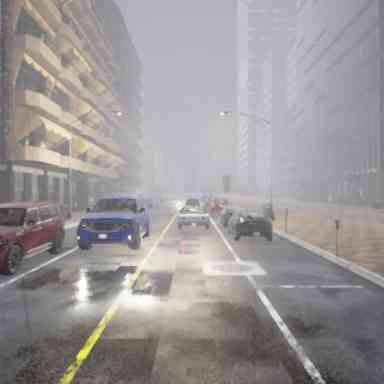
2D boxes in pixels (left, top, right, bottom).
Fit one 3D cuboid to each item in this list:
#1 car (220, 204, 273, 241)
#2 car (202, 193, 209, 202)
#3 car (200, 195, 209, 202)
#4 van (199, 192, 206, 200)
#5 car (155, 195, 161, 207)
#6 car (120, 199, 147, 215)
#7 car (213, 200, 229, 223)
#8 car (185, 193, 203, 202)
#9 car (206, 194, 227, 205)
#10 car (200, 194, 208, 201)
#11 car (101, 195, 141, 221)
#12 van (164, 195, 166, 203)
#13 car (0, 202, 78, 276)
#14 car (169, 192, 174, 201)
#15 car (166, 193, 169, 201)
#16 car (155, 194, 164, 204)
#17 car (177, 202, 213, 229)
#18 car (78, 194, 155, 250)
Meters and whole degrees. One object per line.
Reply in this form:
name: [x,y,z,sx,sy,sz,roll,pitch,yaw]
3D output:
car: [2.701,1.495,16.053,2.008,1.369,4.403,1,0,0]
car: [2.701,1.290,43.900,1.967,1.590,4.097,1,0,0]
car: [2.697,1.342,71.748,1.802,1.307,4.206,1,0,0]
van: [2.699,1.048,88.457,1.690,1.788,3.998,1,0,0]
car: [-5.681,1.415,43.901,1.947,1.339,4.313,1,0,0]
car: [-5.680,1.431,32.761,1.887,1.381,4.507,1,0,0]
car: [2.701,1.476,21.621,2.008,1.369,4.403,1,0,0]
car: [0.099,1.322,45.375,1.882,1.535,5.008,0,0,0]
car: [2.701,1.327,32.760,1.967,1.590,4.097,1,0,0]
car: [2.698,1.267,77.487,1.752,1.417,4.829,1,0,0]
car: [-5.676,1.220,27.190,2.192,1.841,5.009,1,0,0]
van: [-5.678,1.154,55.040,1.690,1.788,3.998,1,0,0]
car: [-5.675,1.277,10.483,2.192,1.841,5.009,1,0,0]
car: [-5.682,1.310,71.748,2.008,1.369,4.403,1,0,0]
car: [-5.681,1.321,60.440,1.752,1.417,4.829,1,0,0]
car: [-5.681,1.382,49.470,2.008,1.369,4.403,1,0,0]
car: [0.098,1.527,21.043,1.895,1.301,4.718,0,0,0]
car: [-3.098,1.171,14.304,2.150,2.045,5.566,0,0,0]
